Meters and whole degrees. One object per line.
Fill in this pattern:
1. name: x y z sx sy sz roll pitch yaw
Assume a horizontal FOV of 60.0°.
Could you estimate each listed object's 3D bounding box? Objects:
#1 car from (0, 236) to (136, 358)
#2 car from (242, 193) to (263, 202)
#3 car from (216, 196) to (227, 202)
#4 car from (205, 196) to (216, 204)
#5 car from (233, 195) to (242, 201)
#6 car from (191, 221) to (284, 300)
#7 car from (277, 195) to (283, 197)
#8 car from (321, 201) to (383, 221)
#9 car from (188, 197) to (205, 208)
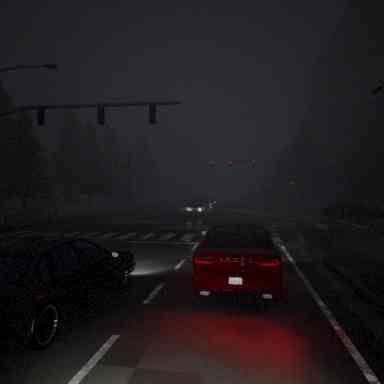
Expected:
1. car: -2.729 1.547 6.226 2.033 1.411 5.357 0 0 10
2. car: 14.565 1.225 78.465 2.150 2.045 5.566 0 0 32
3. car: 6.662 1.552 78.383 1.994 1.385 4.181 0 0 25
4. car: 3.187 1.525 66.217 1.812 1.442 4.674 0 0 10
5. car: 11.603 1.477 80.331 1.882 1.535 5.008 0 0 32
6. car: 1.196 1.478 8.539 1.882 1.535 5.008 0 0 9
7. car: 25.296 1.477 90.112 5.008 1.535 1.882 0 0 -34
8. car: 13.457 1.560 27.842 4.892 1.490 1.837 0 1 11
9. car: 0.502 1.525 48.246 1.812 1.442 4.674 0 0 6
